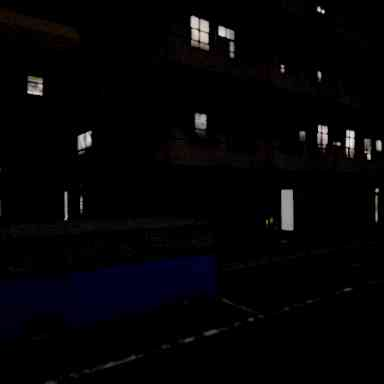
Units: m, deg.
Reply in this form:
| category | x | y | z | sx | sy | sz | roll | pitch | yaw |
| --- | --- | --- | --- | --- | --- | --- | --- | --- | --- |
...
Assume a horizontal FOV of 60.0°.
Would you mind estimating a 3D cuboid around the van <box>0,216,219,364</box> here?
| category | x | y | z | sx | sy | sz | roll | pitch | yaw |
| --- | --- | --- | --- | --- | --- | --- | --- | --- | --- |
| van | -1.431 | 1.340 | 5.550 | 3.998 | 1.788 | 1.690 | 0 | 0 | -35 |
